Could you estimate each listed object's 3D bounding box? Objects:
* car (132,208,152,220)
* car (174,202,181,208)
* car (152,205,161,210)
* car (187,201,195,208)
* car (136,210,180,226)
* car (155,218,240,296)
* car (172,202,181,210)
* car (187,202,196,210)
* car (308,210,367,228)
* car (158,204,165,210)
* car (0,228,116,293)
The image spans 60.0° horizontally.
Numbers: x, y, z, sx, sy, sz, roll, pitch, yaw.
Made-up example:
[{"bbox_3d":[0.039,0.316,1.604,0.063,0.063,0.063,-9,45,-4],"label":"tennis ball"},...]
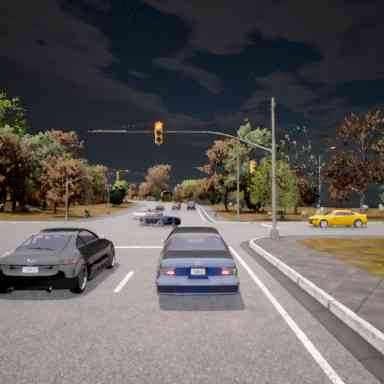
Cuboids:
[{"bbox_3d":[-7.226,3.166,46.756,1.812,1.442,4.674,0,-2,0],"label":"car"},{"bbox_3d":[-3.845,3.433,88.309,1.837,1.490,4.892,0,0,-4],"label":"car"},{"bbox_3d":[-7.229,3.546,59.640,1.895,1.301,4.718,0,-1,0],"label":"car"},{"bbox_3d":[-0.321,3.248,88.051,1.882,1.535,5.008,0,0,-4],"label":"car"},{"bbox_3d":[-2.968,2.533,30.546,1.895,1.301,4.718,2,-3,-37],"label":"car"},{"bbox_3d":[0.069,1.647,8.991,2.033,1.411,5.357,0,-1,-1],"label":"car"},{"bbox_3d":[-3.701,3.489,78.333,1.812,1.442,4.674,0,0,0],"label":"car"},{"bbox_3d":[-0.200,3.314,77.872,2.097,1.767,4.553,0,0,0],"label":"car"},{"bbox_3d":[12.965,2.369,29.720,5.008,1.535,1.882,0,-3,-2],"label":"car"},{"bbox_3d":[-7.192,3.517,74.962,2.033,1.411,5.357,0,0,0],"label":"car"},{"bbox_3d":[-3.444,1.666,9.100,1.994,1.385,4.181,0,-1,0],"label":"car"}]
